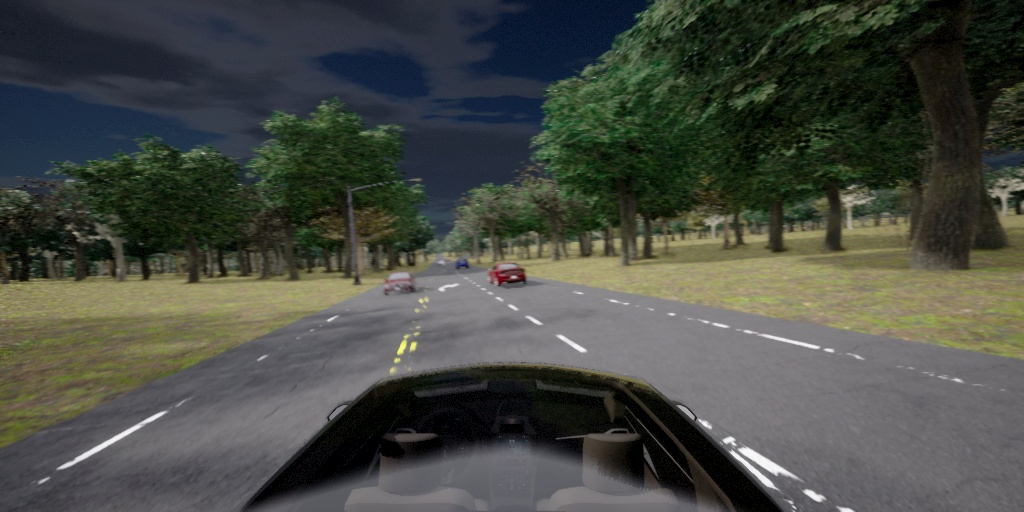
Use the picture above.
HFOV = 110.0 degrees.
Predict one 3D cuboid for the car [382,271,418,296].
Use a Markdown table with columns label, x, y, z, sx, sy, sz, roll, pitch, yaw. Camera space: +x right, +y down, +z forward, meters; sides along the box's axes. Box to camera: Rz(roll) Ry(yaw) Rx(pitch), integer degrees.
| label | x | y | z | sx | sy | sz | roll | pitch | yaw |
| --- | --- | --- | --- | --- | --- | --- | --- | --- | --- |
| car | -7.660 | 1.818 | 24.721 | 1.812 | 1.442 | 4.674 | -5 | 0 | -12 |

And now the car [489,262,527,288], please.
| label | x | y | z | sx | sy | sz | roll | pitch | yaw |
| --- | --- | --- | --- | --- | --- | --- | --- | --- | --- |
| car | -0.395 | 1.167 | 24.026 | 1.882 | 1.535 | 5.008 | -5 | 0 | -12 |
